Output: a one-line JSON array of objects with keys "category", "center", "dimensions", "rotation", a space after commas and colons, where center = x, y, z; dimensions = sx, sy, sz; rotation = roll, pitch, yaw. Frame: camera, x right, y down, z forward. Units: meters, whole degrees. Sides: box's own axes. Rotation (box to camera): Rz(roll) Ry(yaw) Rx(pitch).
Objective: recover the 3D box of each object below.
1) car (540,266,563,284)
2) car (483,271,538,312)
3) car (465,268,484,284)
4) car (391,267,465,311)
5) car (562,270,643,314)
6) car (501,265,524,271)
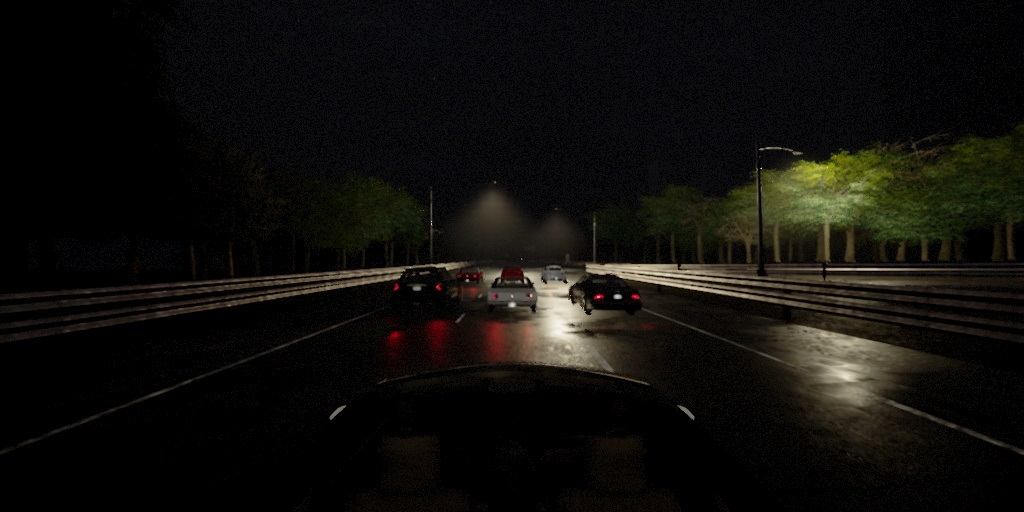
[{"category": "car", "center": [3.543, 1.567, 30.736], "dimensions": [1.812, 1.442, 4.674], "rotation": [0, 0, 1]}, {"category": "car", "center": [0.028, 1.490, 15.113], "dimensions": [1.895, 1.301, 4.718], "rotation": [0, -1, 0]}, {"category": "car", "center": [-3.462, 1.637, 30.107], "dimensions": [1.895, 1.301, 4.718], "rotation": [0, 0, 0]}, {"category": "car", "center": [-3.470, 1.242, 15.285], "dimensions": [2.097, 1.767, 4.553], "rotation": [0, -1, 1]}, {"category": "car", "center": [3.519, 1.429, 14.393], "dimensions": [2.033, 1.411, 5.357], "rotation": [0, -1, 0]}, {"category": "car", "center": [0.047, 1.522, 31.101], "dimensions": [1.882, 1.535, 5.008], "rotation": [0, 0, 0]}]
